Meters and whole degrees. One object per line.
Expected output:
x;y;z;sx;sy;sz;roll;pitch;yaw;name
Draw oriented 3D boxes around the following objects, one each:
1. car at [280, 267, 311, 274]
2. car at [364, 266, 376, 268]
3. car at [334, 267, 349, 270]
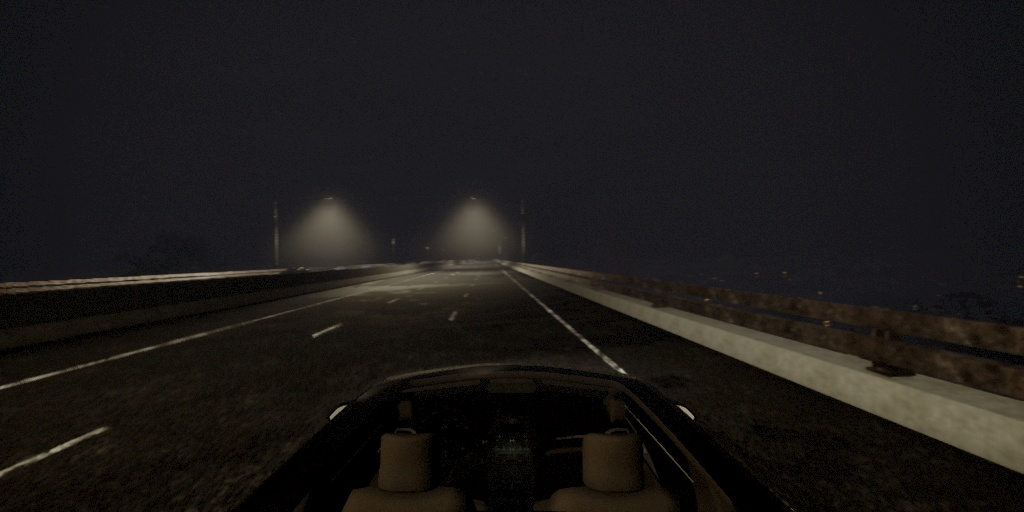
-26.937;2.167;44.642;1.837;1.490;4.892;-1;0;-3;car
-20.283;2.085;50.902;2.033;1.411;5.357;-1;0;-4;car
-23.736;2.183;50.040;1.994;1.385;4.181;-1;0;-4;car
